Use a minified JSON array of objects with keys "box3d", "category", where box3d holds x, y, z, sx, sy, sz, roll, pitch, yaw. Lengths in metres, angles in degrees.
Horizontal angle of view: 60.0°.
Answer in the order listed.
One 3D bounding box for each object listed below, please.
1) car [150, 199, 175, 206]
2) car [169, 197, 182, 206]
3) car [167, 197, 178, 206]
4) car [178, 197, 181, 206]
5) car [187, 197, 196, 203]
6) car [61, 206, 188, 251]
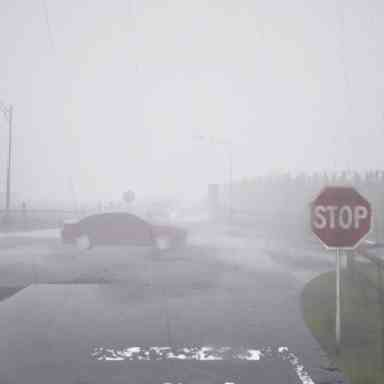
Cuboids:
[{"box3d":[-2.897,1.569,29.175,2.033,1.411,5.357,0,0,0],"category":"car"},{"box3d":[-2.912,1.612,59.405,2.033,1.411,5.357,0,0,1],"category":"car"},{"box3d":[-2.913,1.511,38.855,1.882,1.535,5.008,0,0,0],"category":"car"},{"box3d":[-2.918,1.540,48.620,2.128,1.511,4.902,0,0,0],"category":"car"},{"box3d":[-0.131,1.681,70.937,1.895,1.301,4.718,0,0,0],"category":"car"},{"box3d":[-2.678,1.486,13.504,5.008,1.535,1.882,0,0,0],"category":"car"}]
